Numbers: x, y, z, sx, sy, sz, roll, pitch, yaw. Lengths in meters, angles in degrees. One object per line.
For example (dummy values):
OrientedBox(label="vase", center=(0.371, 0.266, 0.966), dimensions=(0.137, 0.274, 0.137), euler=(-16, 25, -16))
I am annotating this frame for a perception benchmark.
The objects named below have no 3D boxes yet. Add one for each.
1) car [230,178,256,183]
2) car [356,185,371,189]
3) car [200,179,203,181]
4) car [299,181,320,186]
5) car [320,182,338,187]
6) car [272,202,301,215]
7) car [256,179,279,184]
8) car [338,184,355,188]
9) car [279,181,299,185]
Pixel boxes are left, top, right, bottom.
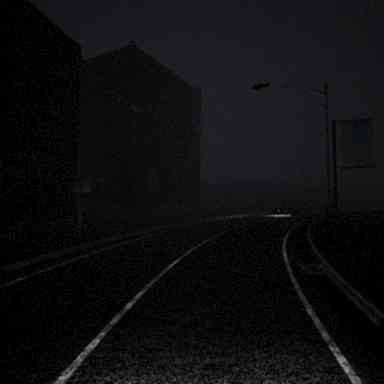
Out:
OrientedBox(label="car", center=(10.566, -2.148, 71.916), dimensions=(4.892, 1.521, 2.231), euler=(1, -5, -17))
OrientedBox(label="car", center=(41.822, -1.016, 83.540), dimensions=(4.674, 1.452, 2.002), euler=(2, -5, -23))
OrientedBox(label="car", center=(0.127, -2.529, 68.658), dimensions=(4.553, 1.767, 2.185), euler=(1, -5, -17))
OrientedBox(label="car", center=(26.309, -1.658, 77.205), dimensions=(5.008, 1.535, 2.097), euler=(2, -5, -20))
OrientedBox(label="car", center=(31.465, -1.593, 79.190), dimensions=(4.553, 1.767, 2.185), euler=(2, -5, -21))
OrientedBox(label="car", center=(10.682, 1.868, 37.622), dimensions=(1.994, 1.385, 4.181), euler=(-3, -3, 40))
OrientedBox(label="car", center=(15.830, -2.007, 73.571), dimensions=(4.892, 1.521, 2.231), euler=(2, -5, -18))
OrientedBox(label="car", center=(36.760, -1.233, 81.350), dimensions=(4.792, 1.488, 2.163), euler=(2, -5, -22))
OrientedBox(label="car", center=(21.089, -1.800, 75.329), dimensions=(4.674, 1.452, 2.002), euler=(2, -5, -19))
